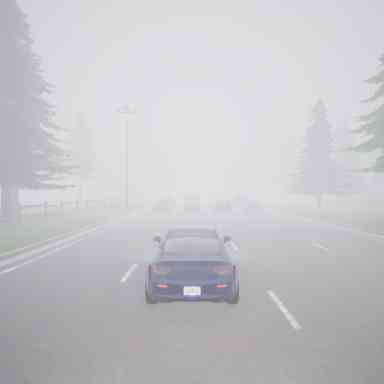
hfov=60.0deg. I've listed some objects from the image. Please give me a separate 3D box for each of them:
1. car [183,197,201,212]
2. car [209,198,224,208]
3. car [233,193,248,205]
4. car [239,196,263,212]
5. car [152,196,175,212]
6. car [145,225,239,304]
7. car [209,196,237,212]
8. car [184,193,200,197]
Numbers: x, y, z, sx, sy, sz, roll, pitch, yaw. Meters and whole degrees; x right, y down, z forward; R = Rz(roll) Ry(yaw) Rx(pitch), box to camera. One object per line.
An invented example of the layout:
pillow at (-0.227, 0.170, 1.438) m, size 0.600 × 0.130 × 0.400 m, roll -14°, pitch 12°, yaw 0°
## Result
car at (0.016, 1.563, 39.019) m, size 1.994 × 1.385 × 4.181 m, roll 0°, pitch 0°, yaw 0°
car at (3.520, 1.599, 49.051) m, size 1.895 × 1.301 × 4.718 m, roll 0°, pitch 0°, yaw 0°
car at (7.020, 1.220, 49.050) m, size 2.150 × 2.045 × 5.566 m, roll 0°, pitch 0°, yaw 0°
car at (7.016, 1.524, 39.017) m, size 1.812 × 1.442 × 4.674 m, roll 0°, pitch 0°, yaw 0°
car at (-3.484, 1.546, 38.604) m, size 2.033 × 1.411 × 5.357 m, roll 0°, pitch 0°, yaw 0°
car at (0.004, 1.525, 7.990) m, size 1.812 × 1.442 × 4.674 m, roll 0°, pitch 0°, yaw 0°
car at (3.516, 1.490, 38.601) m, size 2.128 × 1.511 × 4.902 m, roll 0°, pitch 0°, yaw 0°
car at (0.020, 1.220, 49.053) m, size 2.150 × 2.045 × 5.566 m, roll 0°, pitch 0°, yaw 0°
